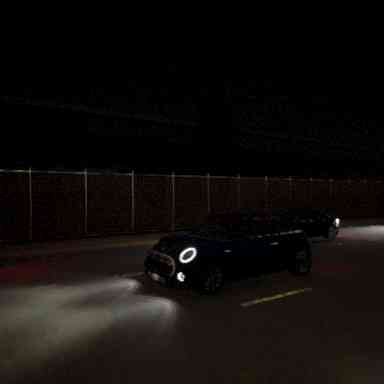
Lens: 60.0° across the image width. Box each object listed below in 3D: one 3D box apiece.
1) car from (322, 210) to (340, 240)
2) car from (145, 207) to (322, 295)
[{"bbox_3d":[4.853,1.506,15.486,4.892,1.490,1.837,0,0,-33],"label":"car"},{"bbox_3d":[1.050,1.352,8.836,4.553,1.767,2.097,0,0,-33],"label":"car"}]
